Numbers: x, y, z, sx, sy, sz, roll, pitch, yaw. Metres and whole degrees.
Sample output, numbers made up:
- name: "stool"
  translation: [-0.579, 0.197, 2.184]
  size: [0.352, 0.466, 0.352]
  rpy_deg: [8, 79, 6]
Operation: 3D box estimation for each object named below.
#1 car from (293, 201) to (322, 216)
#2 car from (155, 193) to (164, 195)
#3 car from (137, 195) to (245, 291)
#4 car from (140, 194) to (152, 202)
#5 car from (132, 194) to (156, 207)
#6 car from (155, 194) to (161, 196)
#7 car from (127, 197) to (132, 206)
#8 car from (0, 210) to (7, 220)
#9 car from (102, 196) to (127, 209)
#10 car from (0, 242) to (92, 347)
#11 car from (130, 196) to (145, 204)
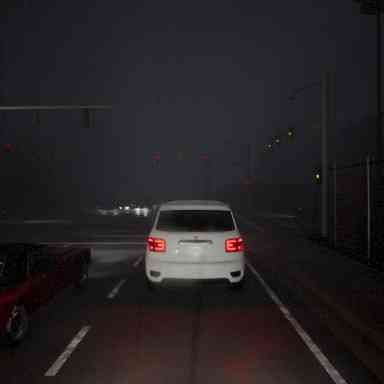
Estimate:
- name: "car"
  translation: [12.406, 1.581, 32.742]
  size: [4.674, 1.442, 1.812]
  rpy_deg: [0, 0, -2]
- name: "car"
  translation: [-6.916, 1.221, 69.028]
  size: [2.150, 2.045, 5.566]
  rpy_deg: [0, 0, 0]
- name: "car"
  translation: [0.083, 1.221, 9.175]
  size: [2.150, 2.045, 5.566]
  rpy_deg: [0, 0, 0]
- name: "car"
  translation: [-10.408, 1.343, 75.758]
  size: [2.097, 1.767, 4.553]
  rpy_deg: [0, 0, 0]
- name: "car"
  translation: [-7.027, 1.491, 49.056]
  size: [2.128, 1.511, 4.902]
  rpy_deg: [0, 0, 0]
- name: "car"
  translation: [-7.005, 1.525, 58.315]
  size: [1.812, 1.442, 4.674]
  rpy_deg: [0, 0, 0]
- name: "car"
  translation: [-10.525, 1.491, 53.818]
  size: [2.128, 1.511, 4.902]
  rpy_deg: [0, 0, 0]
- name: "car"
  translation: [-16.954, 1.656, 25.538]
  size: [4.718, 1.301, 1.895]
  rpy_deg: [0, 0, 0]
- name: "car"
  translation: [-10.540, 1.352, 44.665]
  size: [2.097, 1.767, 4.553]
  rpy_deg: [0, 0, 0]
- name: "car"
  translation: [-3.435, 1.601, 6.249]
  size: [1.895, 1.301, 4.718]
  rpy_deg: [0, 0, 1]
- name: "car"
  translation: [-10.466, 1.491, 64.213]
  size: [2.128, 1.511, 4.902]
  rpy_deg: [0, 0, 1]
